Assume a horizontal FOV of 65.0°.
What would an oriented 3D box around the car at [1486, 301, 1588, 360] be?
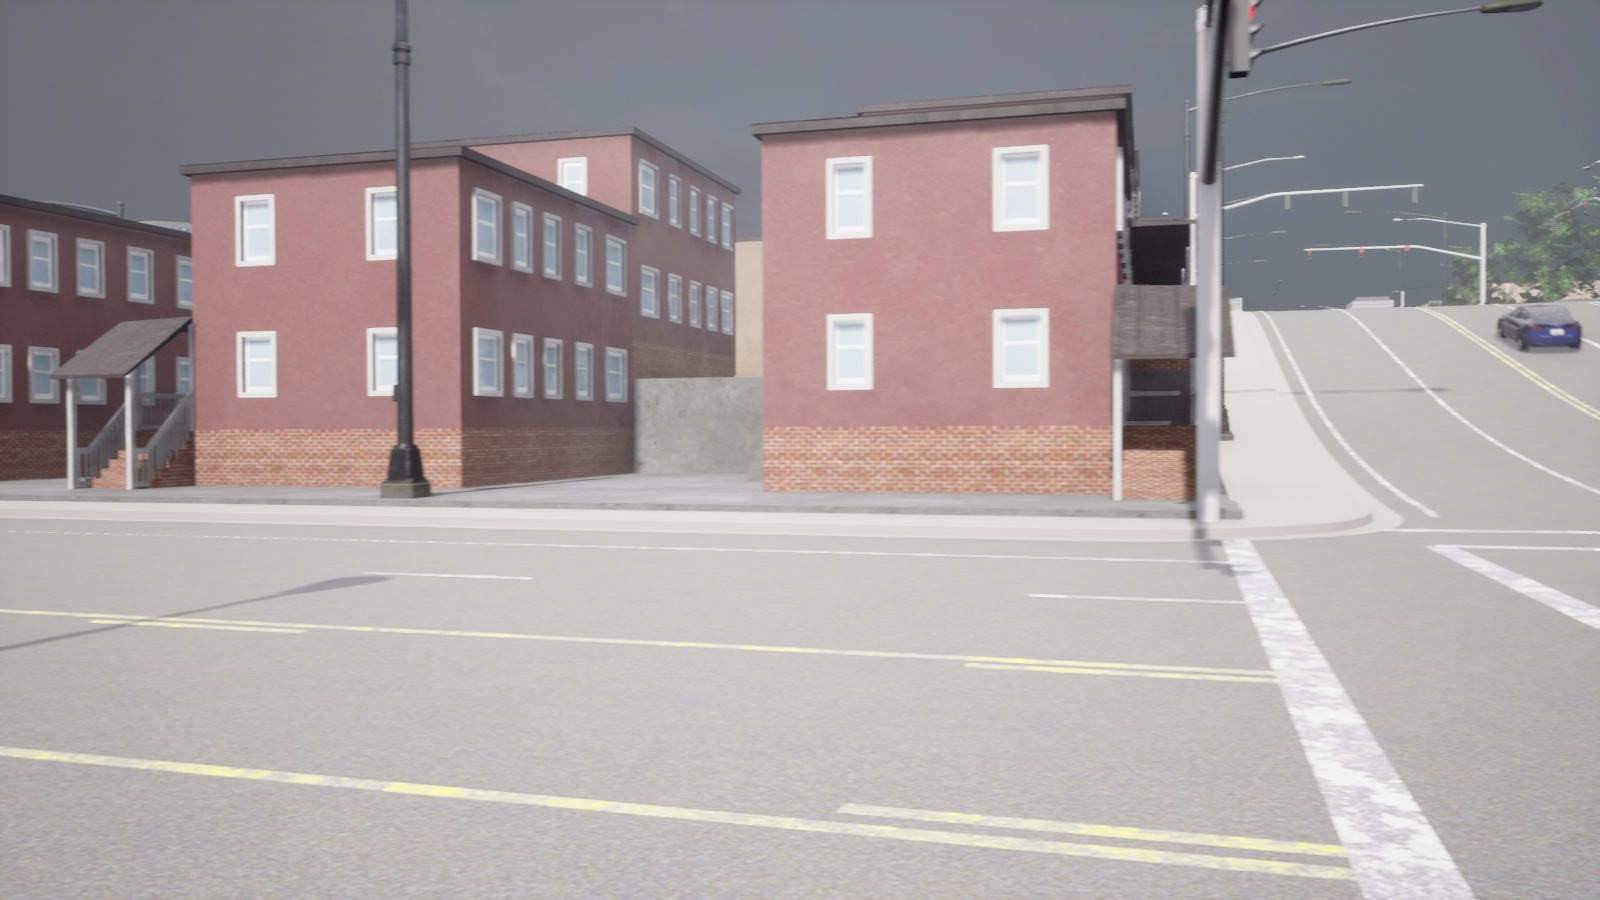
[{"bbox_3d":[27.281,-4.493,46.674,2.163,1.488,4.792,0,13,17],"label":"car"}]
